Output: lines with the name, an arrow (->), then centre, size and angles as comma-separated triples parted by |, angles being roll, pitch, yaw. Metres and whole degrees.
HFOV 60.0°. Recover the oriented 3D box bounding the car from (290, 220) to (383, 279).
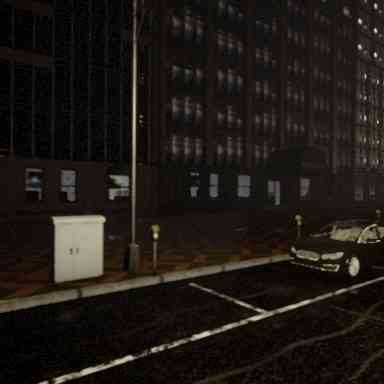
car -> 4.774, 1.543, 9.957 | 4.403, 1.369, 2.008 | 0, 1, -36
